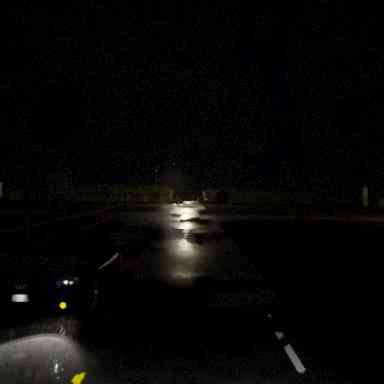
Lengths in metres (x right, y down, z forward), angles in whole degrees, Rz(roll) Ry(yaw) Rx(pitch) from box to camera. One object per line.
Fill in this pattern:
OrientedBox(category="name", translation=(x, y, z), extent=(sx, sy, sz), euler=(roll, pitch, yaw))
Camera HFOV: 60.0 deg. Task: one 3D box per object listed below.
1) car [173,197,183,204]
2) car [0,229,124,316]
OrientedBox(category="car", translation=(-2.716, 1.720, 67.405), extent=(2.033, 1.411, 5.357), euler=(0, 0, 0))
OrientedBox(category="car", translation=(-2.835, 1.559, 7.476), extent=(1.994, 1.385, 4.181), euler=(0, 0, 0))
